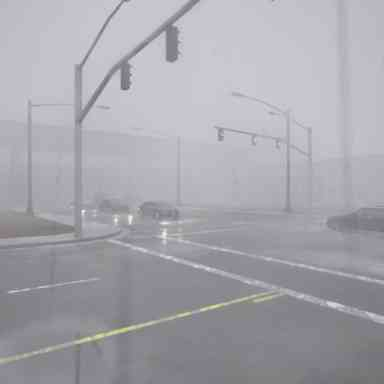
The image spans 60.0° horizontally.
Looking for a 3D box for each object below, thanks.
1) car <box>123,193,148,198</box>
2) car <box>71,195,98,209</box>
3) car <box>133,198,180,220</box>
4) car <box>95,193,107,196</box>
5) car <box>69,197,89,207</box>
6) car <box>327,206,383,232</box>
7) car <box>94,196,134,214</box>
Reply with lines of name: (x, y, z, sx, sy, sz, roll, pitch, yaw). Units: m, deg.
car: (-12.224, 1.216, 69.332, 2.150, 2.045, 5.566, 0, 0, 30)
car: (-14.279, 1.523, 44.276, 1.812, 1.442, 4.674, 0, 0, -32)
car: (-2.903, 1.502, 28.414, 1.837, 1.490, 4.892, 0, 0, -36)
car: (-14.950, 1.218, 55.004, 2.150, 2.045, 5.566, 0, 0, -10)
car: (-18.322, 1.544, 54.154, 2.033, 1.411, 5.357, 0, 0, -8)
car: (9.580, 1.486, 17.720, 1.812, 1.442, 4.674, 0, 0, -36)
car: (-8.482, 1.475, 35.987, 1.882, 1.535, 5.008, 0, 0, -36)
